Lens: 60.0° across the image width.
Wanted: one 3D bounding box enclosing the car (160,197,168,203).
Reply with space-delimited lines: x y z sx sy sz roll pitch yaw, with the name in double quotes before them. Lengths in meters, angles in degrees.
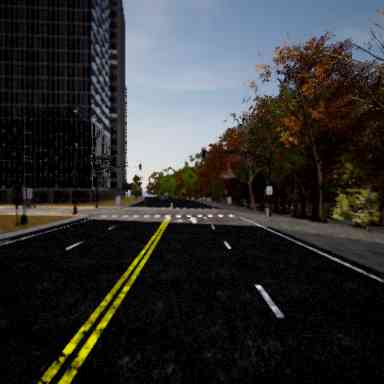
"car" -6.427 1.745 76.428 1.895 1.301 4.718 0 0 -4
